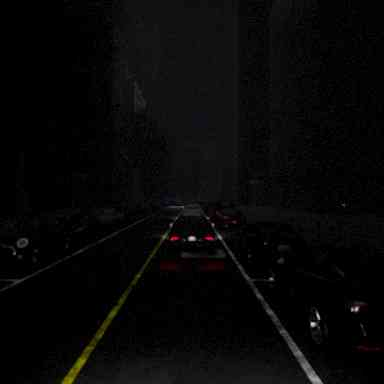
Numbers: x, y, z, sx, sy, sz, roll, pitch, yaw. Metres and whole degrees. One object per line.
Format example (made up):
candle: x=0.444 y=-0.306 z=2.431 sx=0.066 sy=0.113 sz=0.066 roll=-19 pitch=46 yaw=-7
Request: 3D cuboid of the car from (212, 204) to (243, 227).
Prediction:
car: x=2.669 y=1.776 z=23.026 sx=1.887 sy=1.381 sz=4.507 roll=0 pitch=-1 yaw=0

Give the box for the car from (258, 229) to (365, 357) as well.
car: x=2.670 y=1.626 z=6.111 sx=1.947 sy=1.339 sz=4.313 roll=0 pitch=-1 yaw=0

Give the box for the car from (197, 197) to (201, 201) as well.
car: x=2.667 y=2.438 z=79.410 sx=1.887 sy=1.381 sz=4.507 roll=0 pitch=-1 yaw=0

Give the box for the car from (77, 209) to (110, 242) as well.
car: x=-5.855 y=1.755 z=17.392 sx=1.802 sy=1.307 sz=4.206 roll=0 pitch=-1 yaw=0

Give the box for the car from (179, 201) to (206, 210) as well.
car: x=0.006 y=1.826 z=29.374 sx=1.812 sy=1.442 sz=4.674 roll=0 pitch=0 yaw=0

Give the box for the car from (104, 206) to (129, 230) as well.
car: x=-5.855 y=1.755 z=22.861 sx=1.752 sy=1.417 sz=4.829 roll=0 pitch=-1 yaw=0

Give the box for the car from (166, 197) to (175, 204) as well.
car: x=-5.859 y=2.357 z=90.703 sx=2.192 sy=1.841 sz=5.009 roll=0 pitch=-1 yaw=0

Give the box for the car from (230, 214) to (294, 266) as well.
car: x=2.670 y=1.681 z=11.748 sx=1.947 sy=1.339 sz=4.313 roll=0 pitch=-1 yaw=0

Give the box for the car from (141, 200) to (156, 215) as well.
car: x=-5.857 y=1.961 z=39.949 sx=1.887 sy=1.381 sz=4.507 roll=0 pitch=-1 yaw=0

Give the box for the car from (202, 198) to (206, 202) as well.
car: x=2.669 y=1.731 z=39.944 sx=2.192 sy=1.841 sz=5.009 roll=0 pitch=-1 yaw=0

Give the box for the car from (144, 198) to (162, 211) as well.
car: x=-5.856 y=1.793 z=45.591 sx=2.192 sy=1.841 sz=5.009 roll=0 pitch=-1 yaw=0

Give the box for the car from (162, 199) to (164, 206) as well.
car: x=-5.857 y=2.106 z=51.228 sx=1.947 sy=1.339 sz=4.313 roll=0 pitch=-1 yaw=0

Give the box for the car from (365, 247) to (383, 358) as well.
car: x=2.671 y=1.320 z=0.475 sx=2.192 sy=1.841 sz=5.009 roll=0 pitch=-1 yaw=0

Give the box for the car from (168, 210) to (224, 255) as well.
car: x=0.001 y=1.686 z=13.985 sx=2.033 sy=1.411 sz=5.357 roll=0 pitch=-1 yaw=0

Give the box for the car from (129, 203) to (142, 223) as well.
car: x=-5.856 y=1.858 z=28.671 sx=1.947 sy=1.339 sz=4.313 roll=0 pitch=-1 yaw=0

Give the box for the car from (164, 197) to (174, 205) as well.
car: x=-5.859 y=2.282 z=85.065 sx=2.192 sy=1.841 sz=5.009 roll=0 pitch=-1 yaw=0

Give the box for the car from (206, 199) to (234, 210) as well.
car: x=2.669 y=1.607 z=28.667 sx=2.192 sy=1.841 sz=5.009 roll=0 pitch=-1 yaw=0

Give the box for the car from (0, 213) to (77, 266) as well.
car: x=-5.855 y=1.555 z=11.753 sx=1.967 sy=1.590 sz=4.097 roll=0 pitch=-1 yaw=0

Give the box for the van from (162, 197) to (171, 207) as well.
van: x=-5.859 y=2.087 z=68.147 sx=1.690 sy=1.788 sz=3.998 roll=0 pitch=-1 yaw=0

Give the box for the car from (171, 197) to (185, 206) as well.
car: x=-3.001 y=2.303 z=70.981 sx=1.812 sy=1.442 sz=4.674 roll=0 pitch=-1 yaw=0
